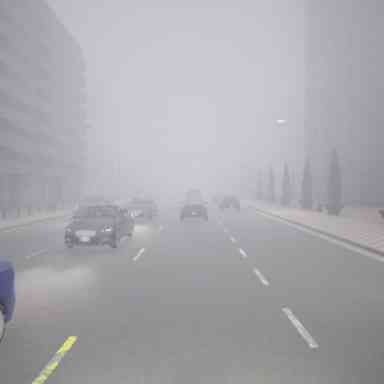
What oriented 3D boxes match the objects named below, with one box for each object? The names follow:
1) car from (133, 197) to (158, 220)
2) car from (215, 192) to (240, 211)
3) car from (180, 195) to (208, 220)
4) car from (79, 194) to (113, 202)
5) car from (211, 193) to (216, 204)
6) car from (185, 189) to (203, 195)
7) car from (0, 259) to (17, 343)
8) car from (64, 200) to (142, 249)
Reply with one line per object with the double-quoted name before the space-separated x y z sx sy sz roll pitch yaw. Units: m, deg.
"car" -3.549 1.149 23.796 2.128 1.511 4.902 0 1 0
"car" 3.639 1.025 33.108 1.837 1.490 4.892 0 1 1
"car" 0.153 1.180 23.879 1.812 1.442 4.674 0 1 0
"car" -6.962 1.003 24.234 2.097 1.767 4.553 0 1 0
"car" 3.663 0.843 45.580 1.837 1.490 4.892 0 0 1
"car" 0.219 0.587 43.732 2.150 2.045 5.566 0 0 1
"car" -3.581 1.434 2.986 1.882 1.535 5.008 0 1 0
"car" -3.603 1.295 13.667 2.128 1.511 4.902 0 1 0
